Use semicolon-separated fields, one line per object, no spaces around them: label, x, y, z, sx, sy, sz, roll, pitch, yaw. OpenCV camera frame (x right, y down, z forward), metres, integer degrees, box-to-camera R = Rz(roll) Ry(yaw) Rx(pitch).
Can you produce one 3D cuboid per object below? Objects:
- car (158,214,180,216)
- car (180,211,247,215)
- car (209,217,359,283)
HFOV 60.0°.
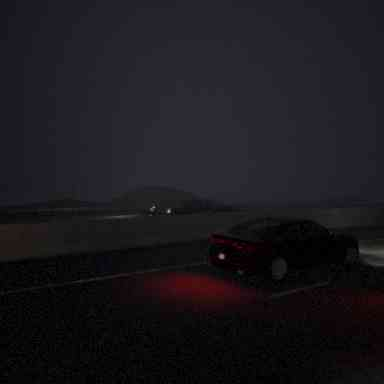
car;-0.430;1.300;24.354;4.553;1.767;2.097;0;0;-31
car;1.686;1.517;21.549;4.181;1.385;1.994;0;0;-30
car;2.821;1.456;9.684;5.008;1.535;1.882;0;0;-33
